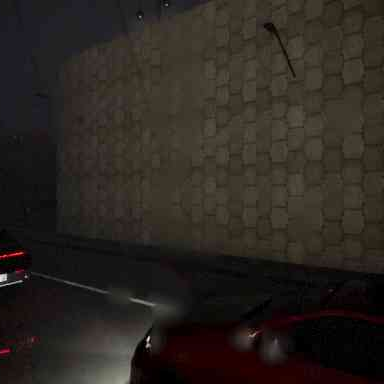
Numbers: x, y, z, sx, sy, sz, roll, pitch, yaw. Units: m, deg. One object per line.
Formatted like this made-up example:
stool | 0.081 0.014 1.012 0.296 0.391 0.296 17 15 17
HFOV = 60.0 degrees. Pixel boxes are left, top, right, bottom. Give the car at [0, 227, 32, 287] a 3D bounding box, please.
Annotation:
car | -5.840 1.505 8.157 4.892 1.490 1.837 0 0 36

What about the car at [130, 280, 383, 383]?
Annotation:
car | 1.412 1.564 2.984 4.181 1.385 1.994 0 0 36

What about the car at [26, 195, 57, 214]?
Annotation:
car | -12.910 1.061 31.021 2.128 1.511 4.902 0 5 35
